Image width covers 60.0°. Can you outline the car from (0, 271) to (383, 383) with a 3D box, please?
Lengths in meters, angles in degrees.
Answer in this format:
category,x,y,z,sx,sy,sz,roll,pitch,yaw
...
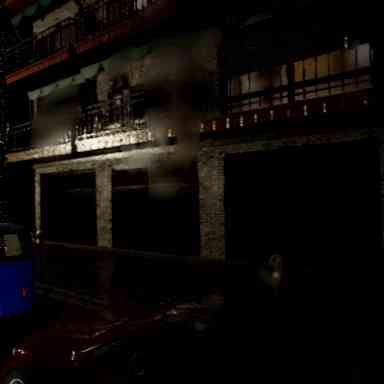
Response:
category,x,y,z,sx,sy,sz,roll,pitch,yaw
car,0.046,1.593,2.857,4.206,1.307,1.802,-1,-1,36

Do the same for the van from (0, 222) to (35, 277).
category,x,y,z,sx,sy,sz,roll,pitch,yaw
van,-4.590,1.395,6.171,3.998,1.788,1.690,-1,-1,36
